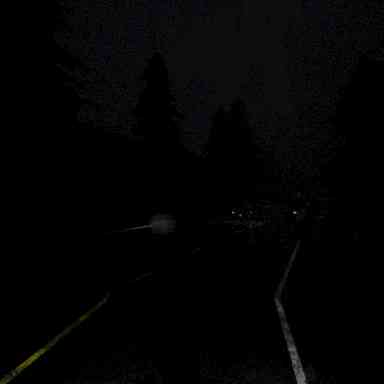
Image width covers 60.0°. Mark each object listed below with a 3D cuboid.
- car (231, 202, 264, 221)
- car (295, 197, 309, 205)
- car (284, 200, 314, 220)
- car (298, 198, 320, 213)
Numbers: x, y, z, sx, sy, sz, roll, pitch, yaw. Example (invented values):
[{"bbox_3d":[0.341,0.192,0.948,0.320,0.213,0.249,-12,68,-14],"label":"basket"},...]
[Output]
[{"bbox_3d":[4.821,1.601,28.419,1.837,1.490,4.892,0,0,24],"label":"car"},{"bbox_3d":[21.677,1.787,65.223,2.033,1.411,5.357,0,0,24],"label":"car"},{"bbox_3d":[9.334,1.690,29.347,1.994,1.385,4.181,0,0,24],"label":"car"},{"bbox_3d":[13.999,1.529,39.646,2.097,1.767,4.553,0,0,24],"label":"car"}]
